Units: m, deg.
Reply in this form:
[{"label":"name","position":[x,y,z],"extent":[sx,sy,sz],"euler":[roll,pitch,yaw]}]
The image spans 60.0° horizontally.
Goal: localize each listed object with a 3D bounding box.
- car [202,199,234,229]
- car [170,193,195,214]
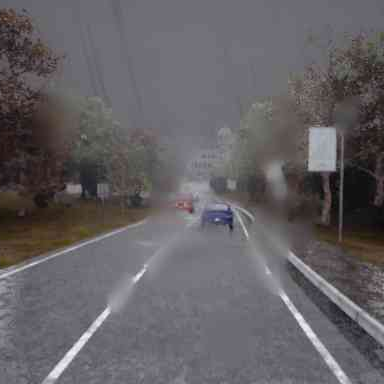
[{"label":"car","position":[1.709,1.450,21.798],"extent":[1.882,1.535,5.008],"euler":[1,0,6]},{"label":"car","position":[-0.846,1.132,34.124],"extent":[2.150,2.045,5.566],"euler":[1,0,5]}]
